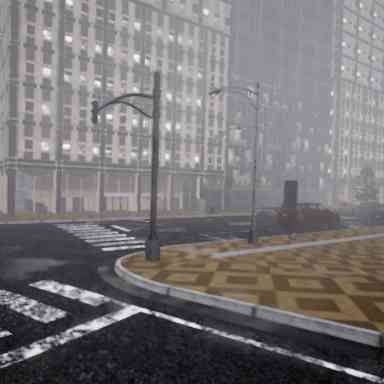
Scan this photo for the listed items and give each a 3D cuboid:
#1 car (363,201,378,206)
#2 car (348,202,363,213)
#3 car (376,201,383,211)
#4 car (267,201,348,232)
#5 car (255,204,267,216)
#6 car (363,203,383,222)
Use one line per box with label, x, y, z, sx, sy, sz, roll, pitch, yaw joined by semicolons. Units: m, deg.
car;22.070;1.819;41.586;4.313;1.339;1.947;1;2;-34
car;17.250;1.713;38.291;4.829;1.417;1.752;1;2;-34
car;26.751;1.899;44.783;4.206;1.307;1.802;1;2;-34
car;7.793;1.589;22.286;5.009;1.841;2.192;1;2;-34
car;8.027;1.614;31.994;4.403;1.369;2.008;1;2;-34
car;17.148;1.945;28.685;4.507;1.381;1.887;1;2;-34
